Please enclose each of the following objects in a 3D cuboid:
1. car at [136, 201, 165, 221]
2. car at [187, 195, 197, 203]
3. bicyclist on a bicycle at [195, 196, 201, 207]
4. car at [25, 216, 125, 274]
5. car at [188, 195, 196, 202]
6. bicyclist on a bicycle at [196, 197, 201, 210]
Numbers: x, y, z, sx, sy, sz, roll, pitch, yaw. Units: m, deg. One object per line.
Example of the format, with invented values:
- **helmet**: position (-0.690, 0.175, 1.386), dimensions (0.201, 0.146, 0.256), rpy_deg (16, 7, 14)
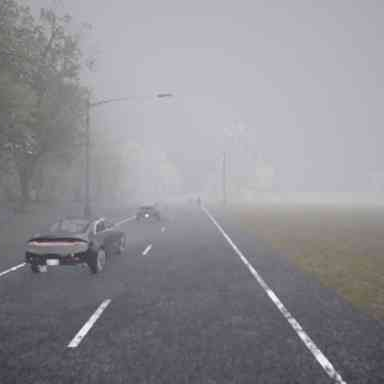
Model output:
- **car**: position (-3.399, 1.536, 27.497), dimensions (1.837, 1.490, 4.892), rpy_deg (0, 0, 0)
- **car**: position (0.011, 1.634, 71.666), dimensions (1.994, 1.385, 4.181), rpy_deg (0, 0, 0)
- **bicyclist on a bicycle**: position (0.971, 1.498, 53.447), dimensions (0.866, 1.612, 1.509), rpy_deg (0, 0, 0)
- **car**: position (-3.400, 1.503, 10.543), dimensions (2.128, 1.511, 4.902), rpy_deg (0, 0, 0)
- **car**: position (0.011, 1.549, 81.598), dimensions (1.812, 1.442, 4.674), rpy_deg (0, 0, 0)
- **bicyclist on a bicycle**: position (0.968, 1.502, 43.510), dimensions (0.582, 1.620, 1.656), rpy_deg (0, 0, 0)
